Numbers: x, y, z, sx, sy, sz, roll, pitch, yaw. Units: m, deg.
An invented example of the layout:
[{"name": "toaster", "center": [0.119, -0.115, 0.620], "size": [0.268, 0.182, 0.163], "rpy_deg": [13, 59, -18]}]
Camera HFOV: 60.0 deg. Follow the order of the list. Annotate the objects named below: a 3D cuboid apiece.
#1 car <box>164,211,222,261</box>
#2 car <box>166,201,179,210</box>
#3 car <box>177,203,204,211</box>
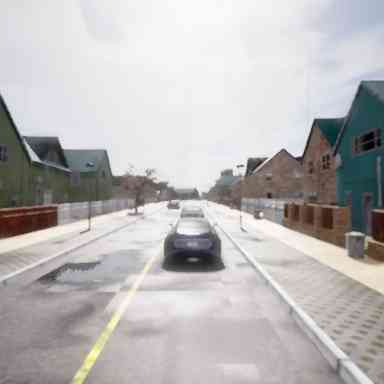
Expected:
[{"name": "car", "center": [0.041, 1.650, 12.593], "size": [1.994, 1.385, 4.181], "rpy_deg": [0, 0, 1]}, {"name": "car", "center": [-2.837, 2.000, 50.952], "size": [1.895, 1.301, 4.718], "rpy_deg": [0, -1, 0]}, {"name": "car", "center": [0.033, 1.794, 26.976], "size": [1.895, 1.301, 4.718], "rpy_deg": [0, 0, 1]}]
